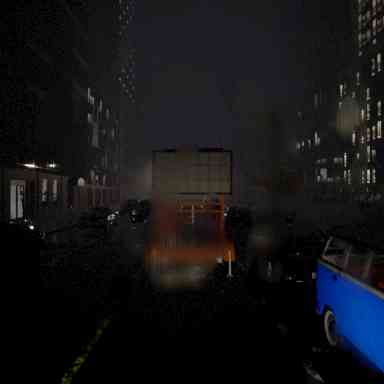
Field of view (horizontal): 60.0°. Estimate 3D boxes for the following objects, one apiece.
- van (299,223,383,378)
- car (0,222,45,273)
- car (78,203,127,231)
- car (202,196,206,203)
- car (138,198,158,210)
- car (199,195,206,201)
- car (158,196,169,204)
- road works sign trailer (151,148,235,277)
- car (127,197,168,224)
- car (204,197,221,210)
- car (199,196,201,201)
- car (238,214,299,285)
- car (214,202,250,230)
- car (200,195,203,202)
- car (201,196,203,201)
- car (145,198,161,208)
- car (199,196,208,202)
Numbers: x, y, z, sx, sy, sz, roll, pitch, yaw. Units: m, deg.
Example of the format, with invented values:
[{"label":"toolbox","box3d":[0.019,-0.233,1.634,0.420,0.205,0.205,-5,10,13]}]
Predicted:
[{"label":"van","box3d":[2.699,1.342,3.604,1.690,1.788,3.998,0,0,0]},{"label":"car","box3d":[-5.684,1.568,9.314,1.947,1.339,4.313,0,0,0]},{"label":"car","box3d":[-5.682,1.555,20.692,2.008,1.369,4.403,0,0,0]},{"label":"car","box3d":[2.702,1.452,43.425,1.967,1.590,4.097,0,0,0]},{"label":"car","box3d":[-5.680,1.563,43.449,2.008,1.369,4.403,0,0,0]},{"label":"car","box3d":[2.707,1.563,89.107,1.752,1.417,4.829,0,0,0]},{"label":"car","box3d":[-5.677,1.567,66.205,1.887,1.381,4.507,0,0,0]},{"label":"road works sign trailer","box3d":[0.025,0.466,10.256,2.380,3.560,2.880,0,0,0]},{"label":"car","box3d":[-3.097,1.358,24.385,2.097,1.767,4.553,0,0,0]},{"label":"car","box3d":[2.700,1.561,37.737,2.008,1.369,4.403,0,0,0]},{"label":"car","box3d":[2.703,1.570,60.493,2.008,1.369,4.403,0,0,0]},{"label":"car","box3d":[2.697,1.553,9.293,2.008,1.369,4.403,0,0,0]},{"label":"car","box3d":[2.699,1.555,20.670,2.008,1.369,4.403,0,0,0]},{"label":"car","box3d":[2.702,1.599,54.804,1.802,1.307,4.206,0,0,0]},{"label":"car","box3d":[2.702,1.559,49.115,1.887,1.381,4.507,0,0,0]},{"label":"car","box3d":[-5.679,1.559,49.138,1.887,1.381,4.507,0,0,0]},{"label":"car","box3d":[2.705,1.596,77.559,1.947,1.339,4.313,0,0,0]}]
